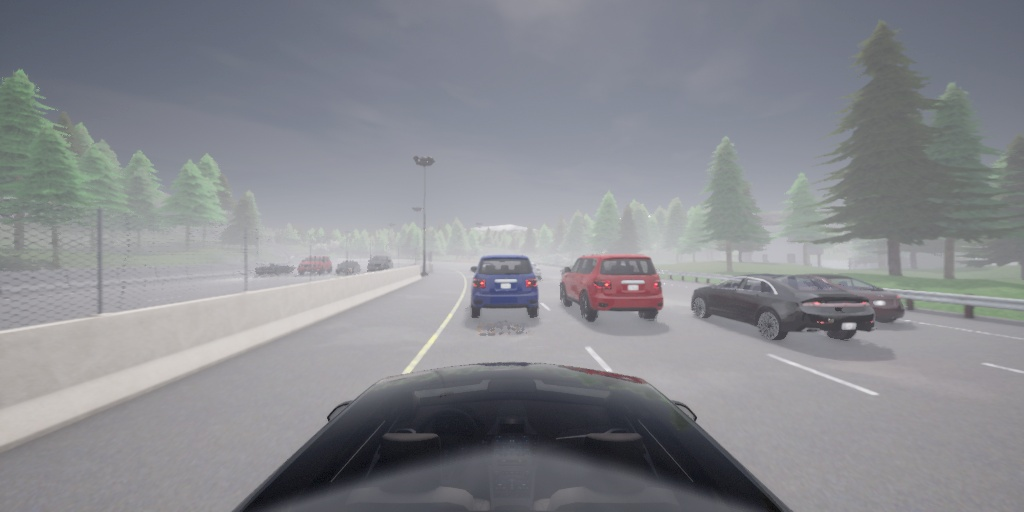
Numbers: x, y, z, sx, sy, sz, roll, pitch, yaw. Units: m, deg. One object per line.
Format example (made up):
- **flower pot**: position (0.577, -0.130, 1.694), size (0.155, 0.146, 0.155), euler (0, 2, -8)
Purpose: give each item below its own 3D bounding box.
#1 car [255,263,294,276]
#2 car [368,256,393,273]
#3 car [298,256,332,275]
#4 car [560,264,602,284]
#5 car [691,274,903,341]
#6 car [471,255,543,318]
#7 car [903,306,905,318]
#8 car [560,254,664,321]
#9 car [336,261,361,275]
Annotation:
- **car**: position (-24.798, 1.385, 37.614), size (1.895, 1.301, 4.718), euler (0, 0, -11)
- **car**: position (-14.597, 0.991, 40.174), size (2.150, 2.045, 5.566), euler (0, 0, -11)
- **car**: position (-21.623, 0.993, 39.668), size (2.150, 2.045, 5.566), euler (0, 0, -12)
- **car**: position (5.254, 1.331, 28.045), size (1.895, 1.301, 4.718), euler (0, 0, -7)
- **car**: position (6.822, 1.226, 9.777), size (2.128, 1.511, 4.902), euler (0, 0, -2)
- **car**: position (-0.343, 0.969, 13.236), size (2.150, 2.045, 5.566), euler (0, 0, -3)
- **car**: position (10.212, 1.291, 12.051), size (1.994, 1.385, 4.181), euler (0, 0, -3)
- **car**: position (3.198, 0.962, 12.579), size (2.150, 2.045, 5.566), euler (0, 0, -3)
- **car**: position (-18.108, 1.279, 39.904), size (1.837, 1.490, 4.892), euler (0, 0, -11)
